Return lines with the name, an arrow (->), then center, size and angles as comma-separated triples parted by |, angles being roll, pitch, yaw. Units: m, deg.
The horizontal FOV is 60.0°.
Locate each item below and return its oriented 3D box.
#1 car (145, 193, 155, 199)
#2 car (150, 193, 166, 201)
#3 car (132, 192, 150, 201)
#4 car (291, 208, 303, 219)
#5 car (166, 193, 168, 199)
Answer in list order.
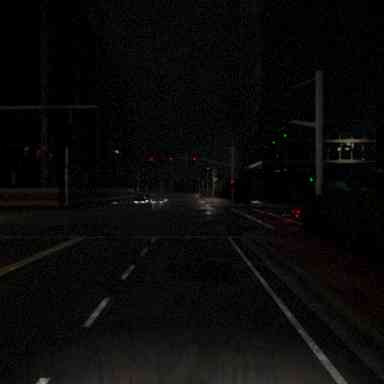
car -> -10.496, 1.022, 83.990 | 1.895, 1.301, 4.718 | 0, 0, 0
car -> -6.997, 1.144, 68.364 | 1.837, 1.490, 4.892 | 0, 1, 0
car -> -10.497, 1.185, 68.330 | 2.033, 1.411, 5.357 | 0, 0, 0
car -> 9.994, 1.471, 24.743 | 4.718, 1.301, 1.895 | 0, 0, -1
car -> -6.996, 0.952, 83.993 | 2.128, 1.511, 4.902 | 0, 0, 0
